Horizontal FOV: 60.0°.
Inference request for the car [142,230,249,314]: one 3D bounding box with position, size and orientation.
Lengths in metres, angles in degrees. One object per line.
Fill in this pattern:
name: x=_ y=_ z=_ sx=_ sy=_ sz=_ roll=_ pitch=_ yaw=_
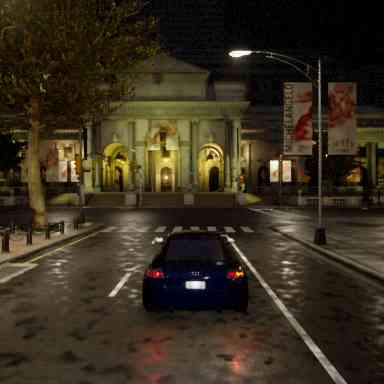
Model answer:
car: x=0.076 y=1.564 z=7.717 sx=1.994 sy=1.385 sz=4.181 roll=0 pitch=0 yaw=0
